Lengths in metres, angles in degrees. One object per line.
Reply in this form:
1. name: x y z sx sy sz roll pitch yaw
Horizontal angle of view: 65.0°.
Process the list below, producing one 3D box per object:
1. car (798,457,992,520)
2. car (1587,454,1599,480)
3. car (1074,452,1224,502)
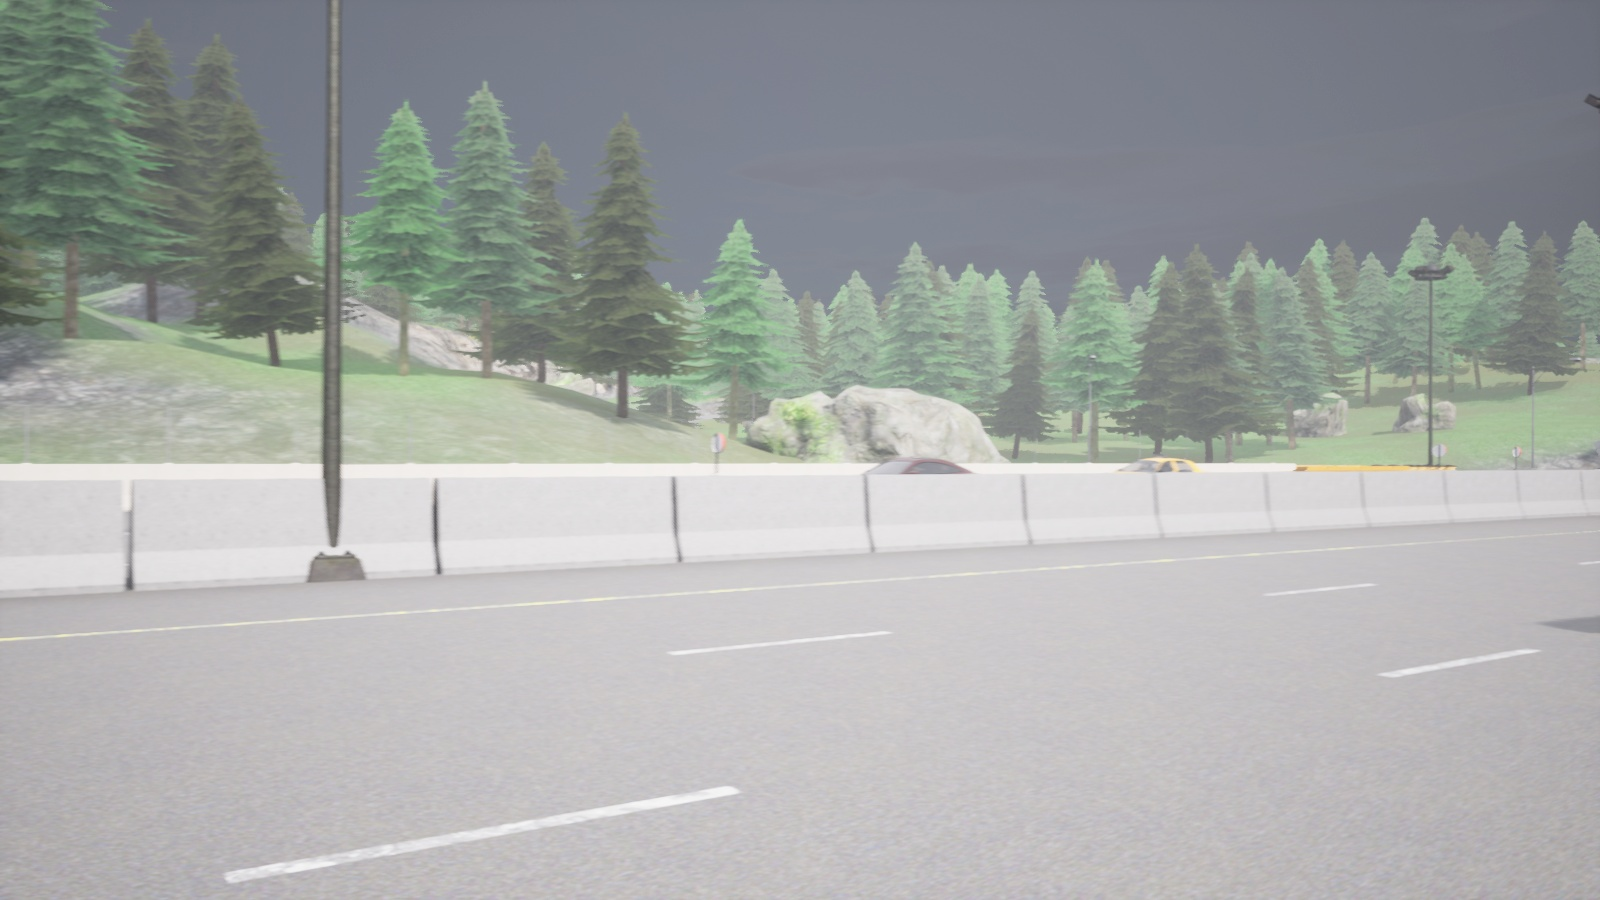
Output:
1. car: 2.383 0.891 30.901 4.674 1.442 1.812 0 0 -35
2. car: 49.555 1.021 75.527 3.705 1.549 1.789 0 0 -18
3. car: 11.605 0.847 41.584 5.366 1.575 1.801 0 0 -35
